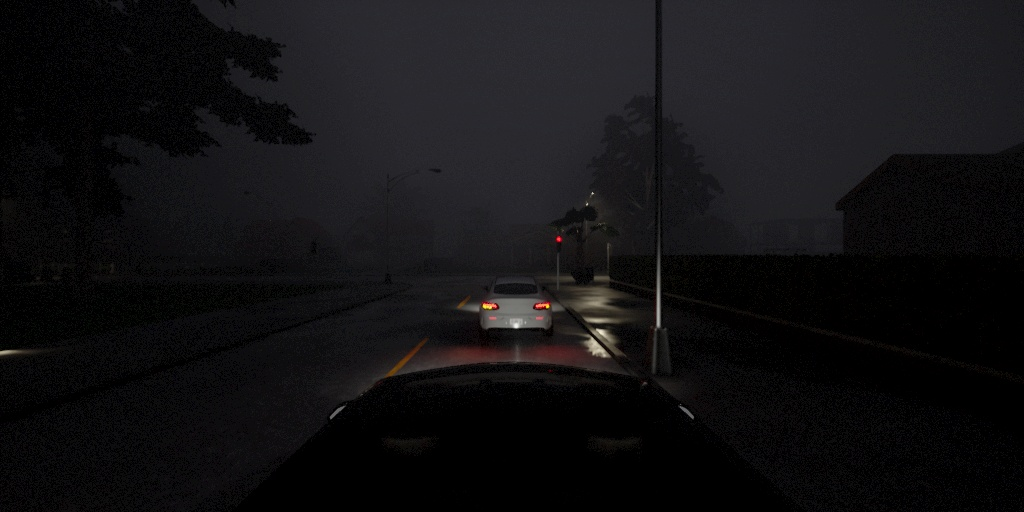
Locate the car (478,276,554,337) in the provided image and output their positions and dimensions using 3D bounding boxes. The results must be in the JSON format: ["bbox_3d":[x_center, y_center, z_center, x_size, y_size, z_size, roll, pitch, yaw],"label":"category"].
[{"bbox_3d":[0.091,1.275,10.179,1.812,1.442,4.674,0,0,0],"label":"car"}]
